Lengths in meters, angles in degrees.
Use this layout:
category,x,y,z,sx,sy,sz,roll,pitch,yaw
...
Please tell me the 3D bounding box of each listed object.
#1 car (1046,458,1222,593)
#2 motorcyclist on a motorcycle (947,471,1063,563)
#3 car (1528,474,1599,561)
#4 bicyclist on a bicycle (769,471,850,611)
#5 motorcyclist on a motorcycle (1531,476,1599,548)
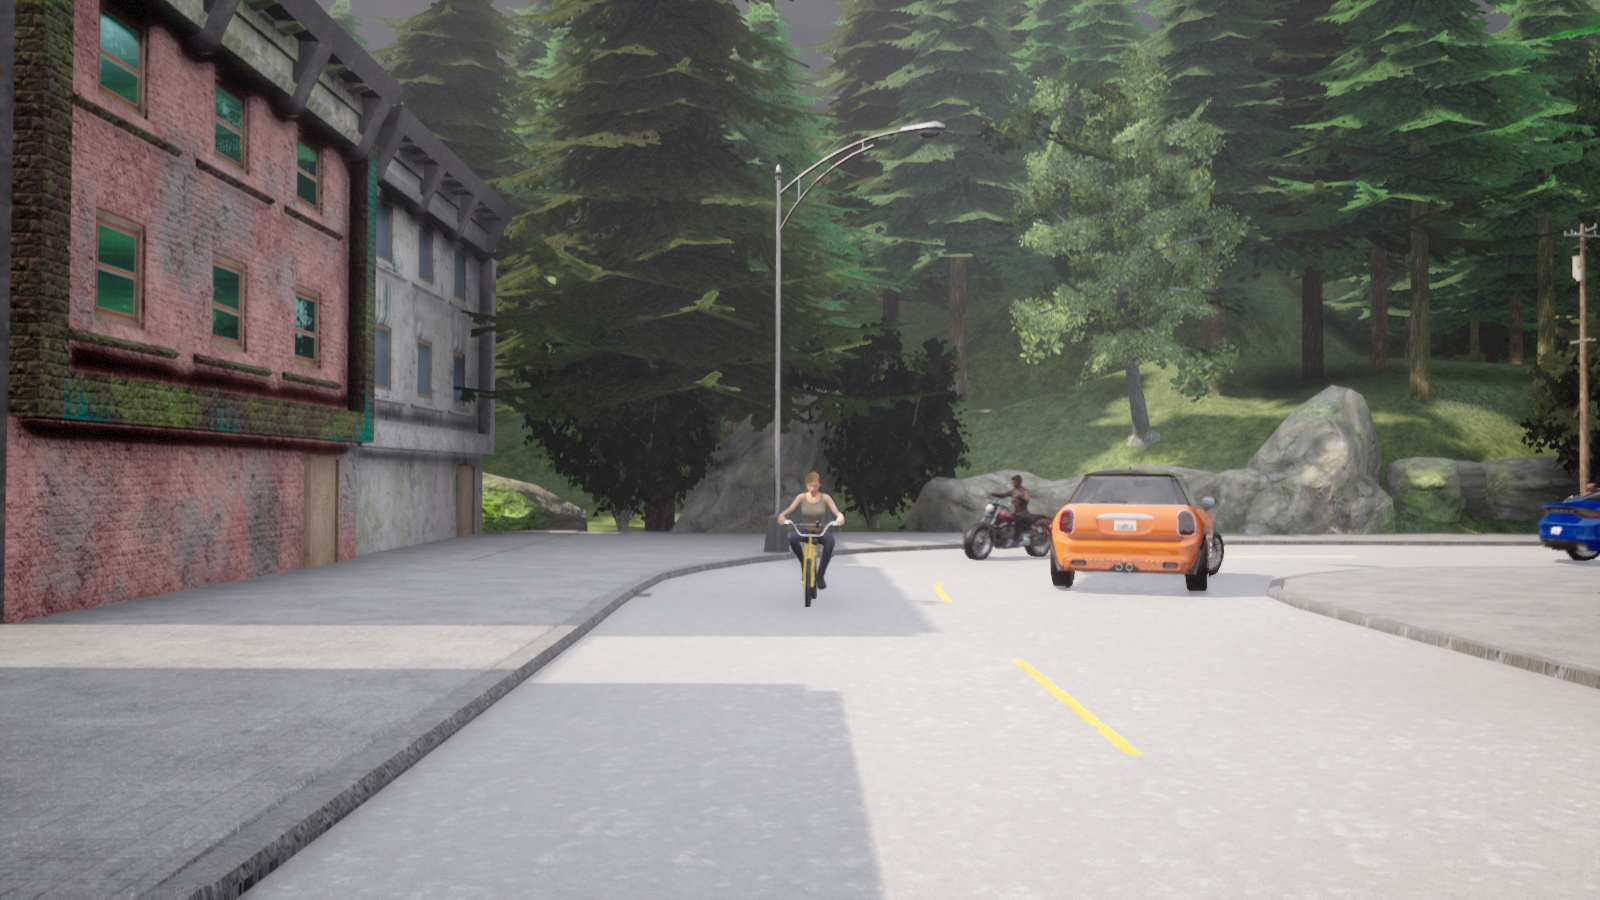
category,x,y,z,sx,sy,sz,roll,pitch,yaw
car,5.166,1.039,18.979,2.097,1.767,4.553,-1,-1,21
motorcyclist on a motorcycle,3.922,1.235,23.896,2.350,1.649,0.766,0,0,-37
car,16.458,1.194,23.137,5.008,1.535,1.882,0,-1,-1
bicyclist on a bicycle,0.137,1.063,15.324,0.866,1.612,1.509,0,-1,4
motorcyclist on a motorcycle,17.122,1.328,27.099,2.191,1.530,0.866,0,-1,0
